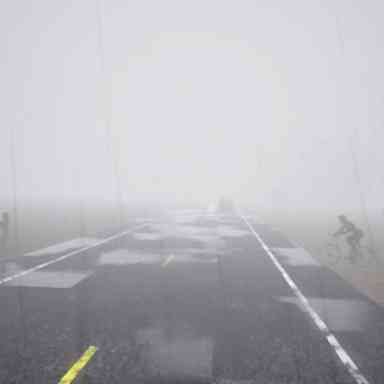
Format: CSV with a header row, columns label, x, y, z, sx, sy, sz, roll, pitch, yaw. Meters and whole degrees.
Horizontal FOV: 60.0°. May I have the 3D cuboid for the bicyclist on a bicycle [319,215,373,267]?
label,x,y,z,sx,sy,sz,roll,pitch,yaw
bicyclist on a bicycle,4.878,1.548,10.513,1.656,1.620,0.582,3,0,6

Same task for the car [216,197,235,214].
label,x,y,z,sx,sy,sz,roll,pitch,yaw
car,3.614,1.602,35.788,2.033,1.411,5.357,1,0,5
